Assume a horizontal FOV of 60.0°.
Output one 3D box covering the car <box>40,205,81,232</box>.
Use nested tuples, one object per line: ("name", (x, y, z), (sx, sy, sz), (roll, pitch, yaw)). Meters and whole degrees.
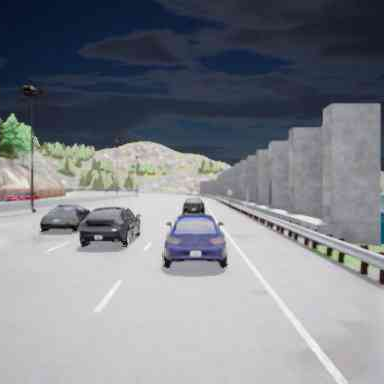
("car", (-6.901, 1.410, 18.943), (1.994, 1.385, 4.181), (0, 0, 0))

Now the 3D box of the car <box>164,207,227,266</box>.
("car", (0.097, 1.436, 11.016), (1.812, 1.442, 4.674), (0, 0, 0))

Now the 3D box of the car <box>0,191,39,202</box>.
("car", (-20.786, 0.896, 40.592), (2.150, 2.045, 5.566), (0, 0, 2))

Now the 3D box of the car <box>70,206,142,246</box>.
("car", (-3.403, 1.387, 14.509), (1.837, 1.490, 4.892), (0, 0, 0))

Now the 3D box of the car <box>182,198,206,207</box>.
("car", (0.173, 1.242, 29.225), (1.882, 1.535, 5.008), (0, 0, 1))
